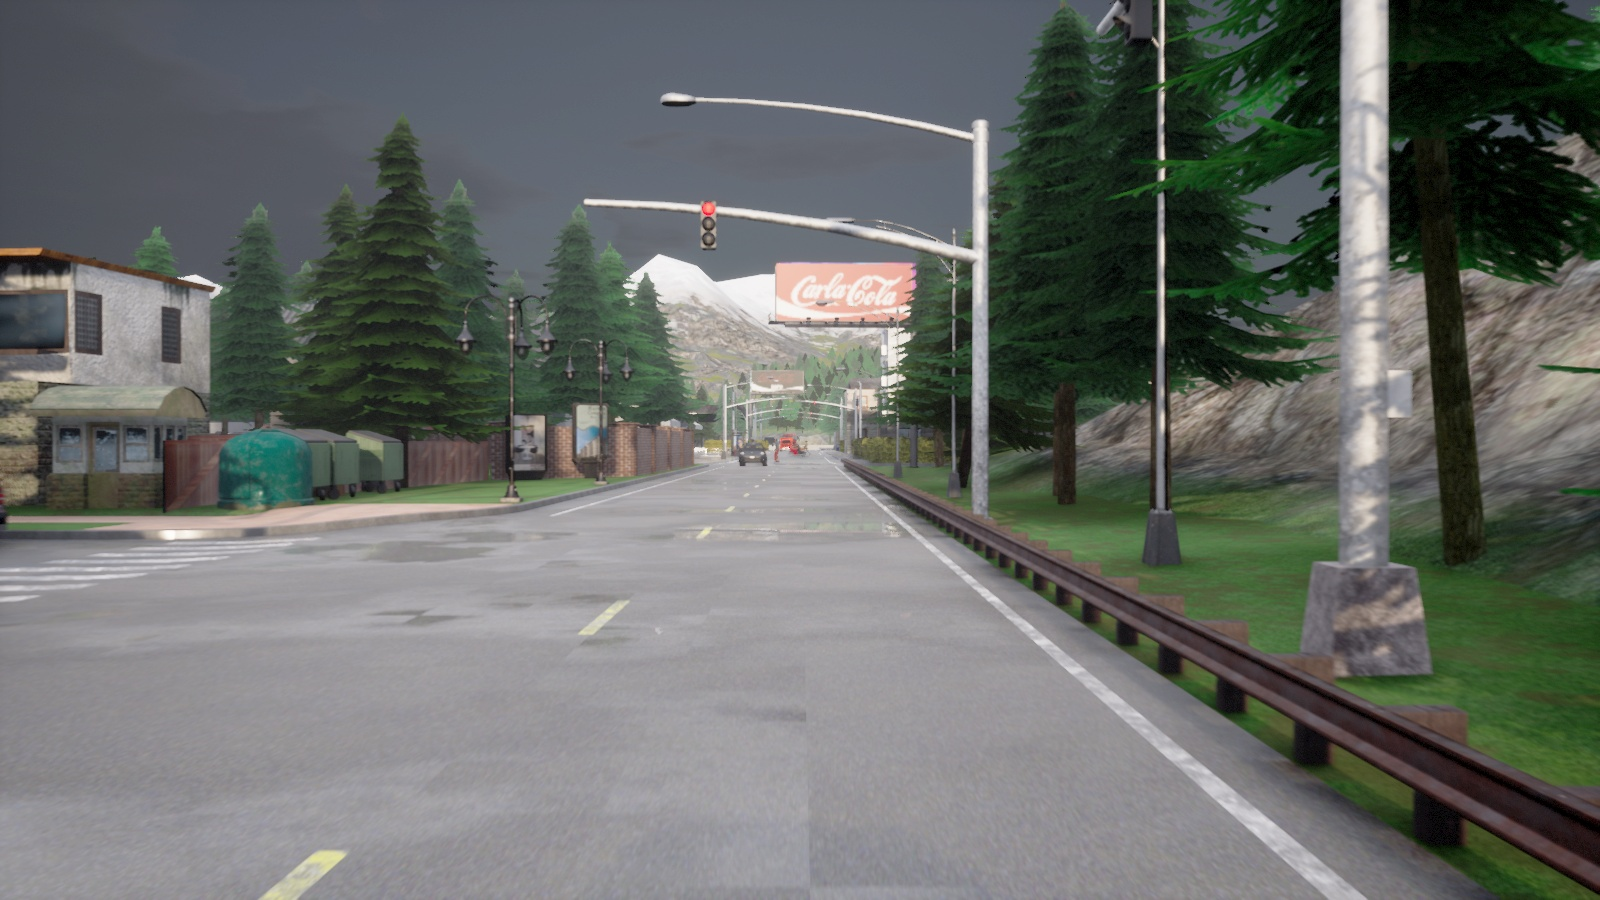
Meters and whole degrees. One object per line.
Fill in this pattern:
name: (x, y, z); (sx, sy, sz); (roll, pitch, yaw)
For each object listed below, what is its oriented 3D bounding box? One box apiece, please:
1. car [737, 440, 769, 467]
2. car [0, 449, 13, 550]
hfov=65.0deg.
car: (-3.020, 0.235, 81.124); (1.851, 1.617, 3.988); (0, -2, 0)
car: (-14.204, 0.765, 18.808); (3.705, 1.549, 1.789); (0, 0, 0)
